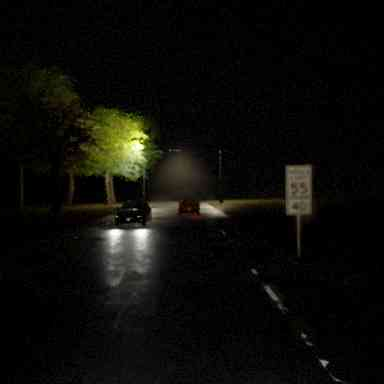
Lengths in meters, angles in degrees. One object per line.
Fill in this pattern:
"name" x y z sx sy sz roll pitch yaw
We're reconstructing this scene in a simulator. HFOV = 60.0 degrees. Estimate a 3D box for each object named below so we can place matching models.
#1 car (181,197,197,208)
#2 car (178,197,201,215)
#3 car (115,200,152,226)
"car" -0.354 1.334 43.880 2.033 1.411 5.357 0 0 0
"car" -0.245 1.227 30.277 1.882 1.535 5.008 0 0 0
"car" -3.695 1.335 21.606 1.837 1.490 4.892 0 0 -1
